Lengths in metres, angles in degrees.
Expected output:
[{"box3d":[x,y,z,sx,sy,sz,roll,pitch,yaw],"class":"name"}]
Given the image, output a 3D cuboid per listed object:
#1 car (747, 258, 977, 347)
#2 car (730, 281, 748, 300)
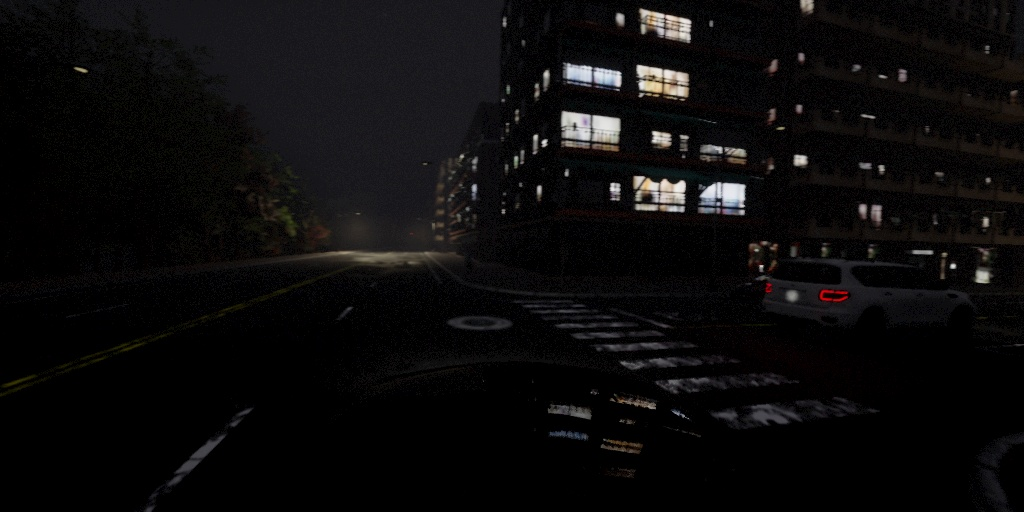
[{"box3d":[9.679,1.139,9.818,5.566,2.045,2.150,2,1,-15],"class":"car"},{"box3d":[12.085,1.426,16.386,4.207,1.307,1.802,0,0,-15],"class":"car"}]
